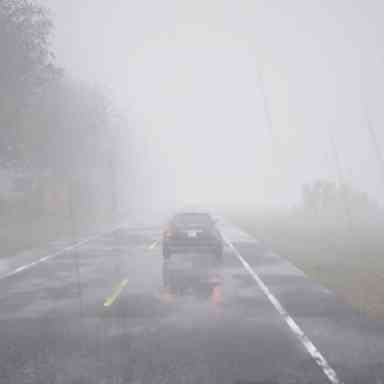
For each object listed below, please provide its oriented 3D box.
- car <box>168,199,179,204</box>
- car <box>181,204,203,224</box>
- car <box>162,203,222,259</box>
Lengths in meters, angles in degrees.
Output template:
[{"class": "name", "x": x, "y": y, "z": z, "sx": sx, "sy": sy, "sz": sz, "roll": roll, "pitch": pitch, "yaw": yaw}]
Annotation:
[{"class": "car", "x": -3.506, "y": 2.130, "z": 64.497, "sx": 1.882, "sy": 1.535, "sz": 5.008, "roll": 0, "pitch": -1, "yaw": 1}, {"class": "car", "x": 0.033, "y": 1.825, "z": 28.879, "sx": 1.812, "sy": 1.442, "sz": 4.674, "roll": 0, "pitch": 0, "yaw": 1}, {"class": "car", "x": 0.024, "y": 1.492, "z": 13.389, "sx": 2.097, "sy": 1.767, "sz": 4.553, "roll": 0, "pitch": -1, "yaw": 1}]
